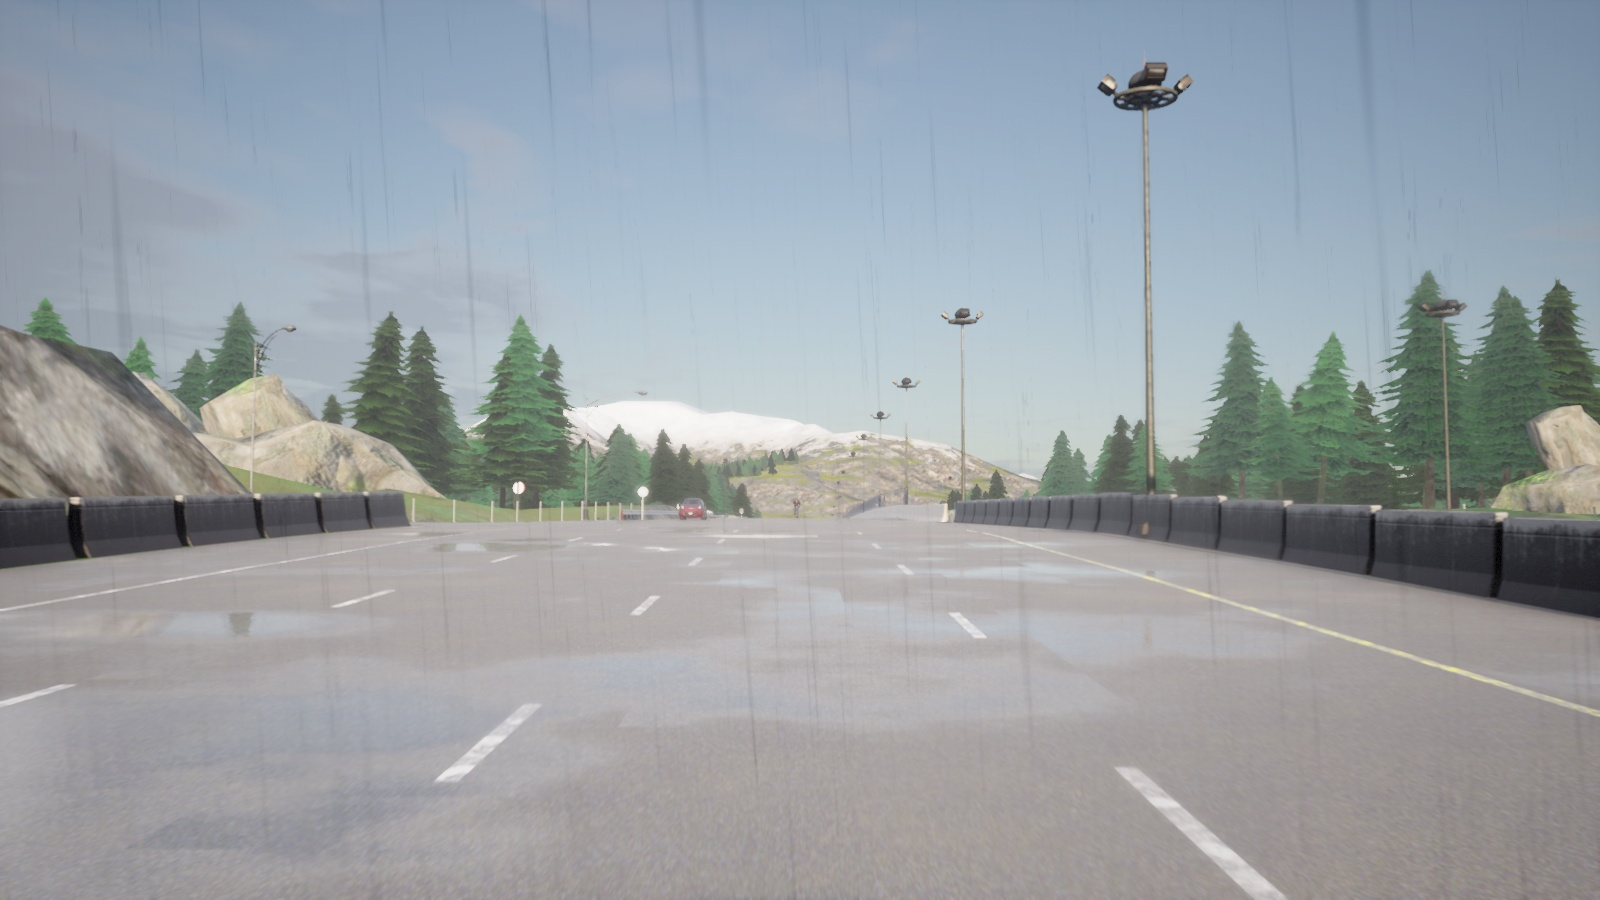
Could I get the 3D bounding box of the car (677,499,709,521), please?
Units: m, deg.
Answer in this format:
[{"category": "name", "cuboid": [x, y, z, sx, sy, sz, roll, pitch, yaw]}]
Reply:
[{"category": "car", "cuboid": [-7.206, 4.059, 84.839, 1.845, 1.501, 3.633, 0, -3, 0]}]
